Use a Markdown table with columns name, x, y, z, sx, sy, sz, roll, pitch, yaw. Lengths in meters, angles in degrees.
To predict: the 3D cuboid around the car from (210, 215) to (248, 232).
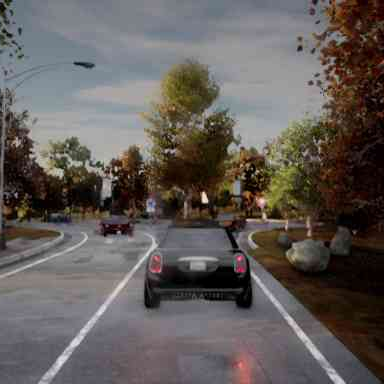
| name | x | y | z | sx | sy | sz | roll | pitch | yaw |
| --- | --- | --- | --- | --- | --- | --- | --- | --- | --- |
| car | 3.184 | 2.568 | 27.749 | 1.895 | 1.301 | 4.718 | -2 | -4 | 23 |

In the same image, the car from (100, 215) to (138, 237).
| name | x | y | z | sx | sy | sz | roll | pitch | yaw |
| --- | --- | --- | --- | --- | --- | --- | --- | --- | --- |
| car | -5.053 | 2.230 | 22.077 | 1.895 | 1.301 | 4.718 | 1 | -4 | -18 |

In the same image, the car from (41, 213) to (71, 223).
| name | x | y | z | sx | sy | sz | roll | pitch | yaw |
| --- | --- | --- | --- | --- | --- | --- | --- | --- | --- |
| car | -19.535 | 3.765 | 48.268 | 2.033 | 1.411 | 5.357 | -1 | -4 | 9 |

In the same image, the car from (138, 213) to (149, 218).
| name | x | y | z | sx | sy | sz | roll | pitch | yaw |
| --- | --- | --- | --- | --- | --- | --- | --- | --- | --- |
| car | -8.443 | 4.499 | 62.140 | 4.718 | 1.301 | 1.895 | 2 | -4 | -16 |

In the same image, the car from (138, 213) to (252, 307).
| name | x | y | z | sx | sy | sz | roll | pitch | yaw |
| --- | --- | --- | --- | --- | --- | --- | --- | --- | --- |
| car | 0.133 | 1.432 | 8.280 | 2.097 | 1.767 | 4.553 | 0 | -1 | 1 |
